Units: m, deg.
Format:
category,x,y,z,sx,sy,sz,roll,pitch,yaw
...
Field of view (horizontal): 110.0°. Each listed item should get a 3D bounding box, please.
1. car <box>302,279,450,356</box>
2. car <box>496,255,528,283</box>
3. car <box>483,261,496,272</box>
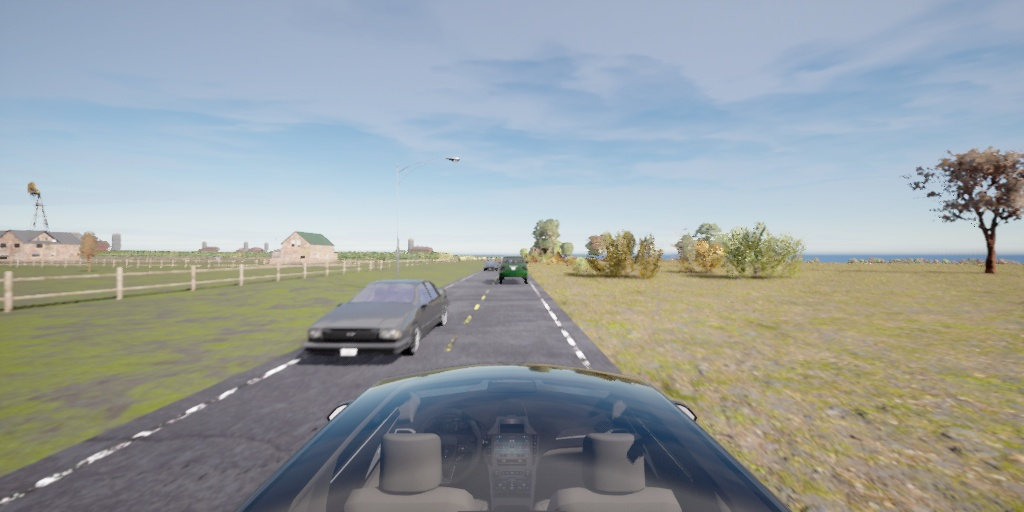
category,x,y,z,sx,sy,sz,roll,pitch,yaw
car,-2.833,1.298,8.946,2.033,1.411,5.357,0,0,1
car,0.105,0.977,28.058,2.150,2.045,5.566,0,0,0
car,-2.820,1.352,48.810,2.033,1.411,5.357,0,0,0
